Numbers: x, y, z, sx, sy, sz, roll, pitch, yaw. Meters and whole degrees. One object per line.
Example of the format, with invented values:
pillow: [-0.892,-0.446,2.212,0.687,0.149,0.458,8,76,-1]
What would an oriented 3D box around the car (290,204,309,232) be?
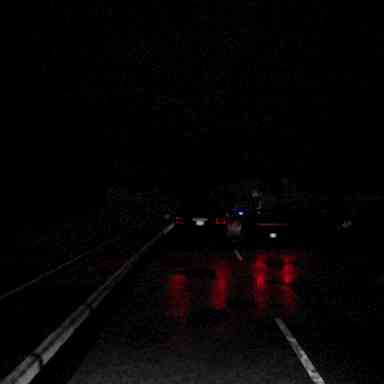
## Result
car: [8.557,1.624,19.049,5.008,1.535,2.097,1,-1,-16]

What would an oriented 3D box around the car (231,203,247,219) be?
car: [4.650,1.775,32.228,1.812,1.442,4.674,0,-1,6]

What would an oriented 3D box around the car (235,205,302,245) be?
car: [3.497,1.597,16.227,2.128,1.511,4.902,0,0,3]

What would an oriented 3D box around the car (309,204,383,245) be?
car: [8.444,1.473,16.108,4.553,1.767,2.185,1,0,-17]

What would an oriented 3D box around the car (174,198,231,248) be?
car: [0.442,1.310,15.396,2.150,2.045,5.566,0,-1,3]

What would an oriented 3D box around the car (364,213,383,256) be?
car: [8.182,1.551,10.200,4.892,1.521,2.231,1,-1,-18]

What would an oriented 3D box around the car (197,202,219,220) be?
car: [1.577,1.728,31.589,1.837,1.490,4.892,0,-1,5]

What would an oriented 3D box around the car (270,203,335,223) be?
car: [9.214,1.742,27.898,4.792,1.488,2.163,1,-1,-15]

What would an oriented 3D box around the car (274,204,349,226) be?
car: [8.942,1.681,24.944,4.892,1.521,2.231,1,-1,-15]

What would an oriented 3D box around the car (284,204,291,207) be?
car: [8.744,1.692,21.992,4.674,1.452,2.002,1,0,-16]
